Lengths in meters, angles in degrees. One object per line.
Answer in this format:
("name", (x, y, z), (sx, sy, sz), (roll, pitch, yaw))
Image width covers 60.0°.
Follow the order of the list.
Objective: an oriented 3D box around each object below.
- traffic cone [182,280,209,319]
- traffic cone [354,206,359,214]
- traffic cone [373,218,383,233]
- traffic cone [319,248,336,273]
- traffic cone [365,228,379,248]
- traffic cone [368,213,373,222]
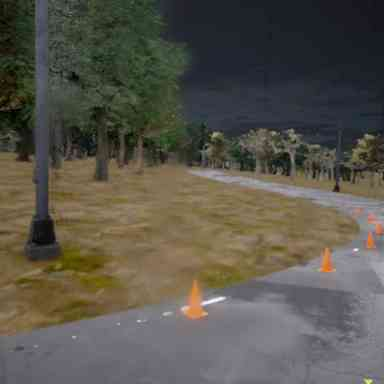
("traffic cone", (0.065, 1.812, 5.743), (0.340, 0.580, 0.340), (0, 2, -37))
("traffic cone", (12.269, 1.335, 24.705), (0.340, 0.580, 0.340), (-1, 3, 12))
("traffic cone", (9.072, 1.667, 16.111), (0.340, 0.580, 0.340), (0, 1, 29))
("traffic cone", (3.556, 1.775, 8.753), (0.340, 0.580, 0.340), (-1, 2, -45))
("traffic cone", (6.579, 1.725, 12.234), (0.340, 0.580, 0.340), (1, 1, 37))
("traffic cone", (10.980, 1.550, 20.294), (0.340, 0.580, 0.340), (0, 2, 20))
